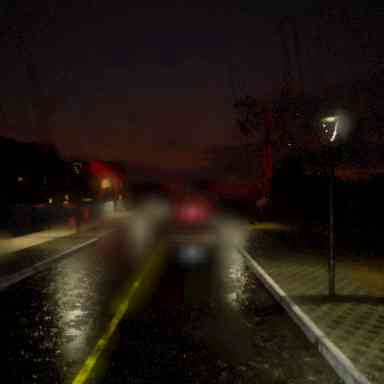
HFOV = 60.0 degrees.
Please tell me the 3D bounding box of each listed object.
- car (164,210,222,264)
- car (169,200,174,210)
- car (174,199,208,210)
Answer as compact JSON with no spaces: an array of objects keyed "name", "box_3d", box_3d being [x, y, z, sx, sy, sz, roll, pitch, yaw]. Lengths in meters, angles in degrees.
[{"name":"car","box_3d":[0.046,1.642,12.349,2.128,1.511,4.902,0,-1,1]},{"name":"car","box_3d":[-2.794,2.186,56.883,2.097,1.767,4.553,0,-1,0]},{"name":"car","box_3d":[0.038,1.564,26.275,2.150,2.045,5.566,0,-1,1]}]
